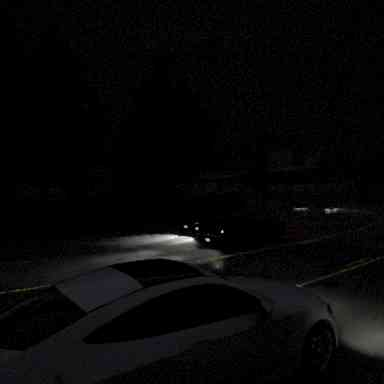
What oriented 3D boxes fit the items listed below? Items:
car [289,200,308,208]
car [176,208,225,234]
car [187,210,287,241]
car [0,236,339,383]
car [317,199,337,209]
[{"bbox_3d":[18.227,2.025,57.227,2.033,1.411,5.357,-1,-1,-1],"label":"car"},{"bbox_3d":[1.107,1.640,18.895,4.181,1.385,1.994,0,0,-44],"label":"car"},{"bbox_3d":[2.279,1.656,15.146,4.718,1.301,1.895,0,0,-43],"label":"car"},{"bbox_3d":[-0.224,1.535,3.795,4.674,1.442,1.812,0,0,-37],"label":"car"},{"bbox_3d":[21.580,1.857,53.333,2.128,1.511,4.902,-1,-1,3],"label":"car"}]
